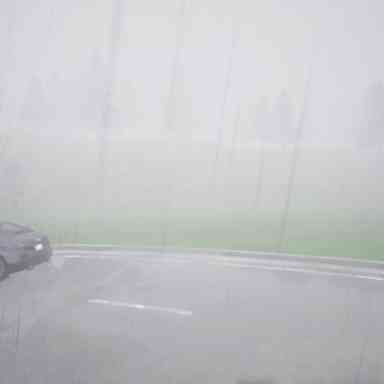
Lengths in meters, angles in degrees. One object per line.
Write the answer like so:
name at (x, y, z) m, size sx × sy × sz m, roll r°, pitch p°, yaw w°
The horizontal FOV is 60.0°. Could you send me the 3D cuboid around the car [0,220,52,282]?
car at (-5.931, 1.412, 8.664) m, size 4.181 × 1.385 × 1.994 m, roll -1°, pitch 1°, yaw 3°
